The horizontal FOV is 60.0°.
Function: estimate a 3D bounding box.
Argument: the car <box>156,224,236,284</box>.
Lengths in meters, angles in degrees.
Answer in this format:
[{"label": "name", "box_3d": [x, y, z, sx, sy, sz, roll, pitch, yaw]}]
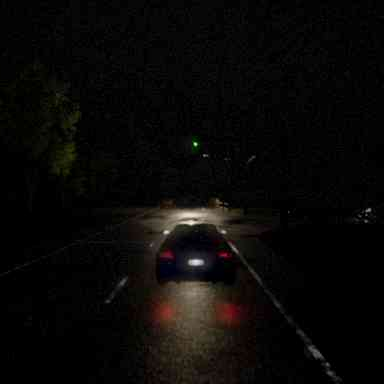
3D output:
[{"label": "car", "box_3d": [0.095, 1.612, 9.716, 1.994, 1.385, 4.181, 0, 0, 0]}]

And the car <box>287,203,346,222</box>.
[{"label": "car", "box_3d": [10.465, 1.721, 28.031, 4.902, 1.511, 2.128, 1, -2, -11]}]

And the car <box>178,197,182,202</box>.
[{"label": "car", "box_3d": [-3.576, 1.916, 85.343, 2.128, 1.511, 4.902, 0, 0, 0]}]

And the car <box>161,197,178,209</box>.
[{"label": "car", "box_3d": [-3.442, 1.734, 48.407, 1.837, 1.490, 4.892, 0, 0, 0]}]

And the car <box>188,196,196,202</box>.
[{"label": "car", "box_3d": [-0.081, 1.772, 91.218, 2.097, 1.767, 4.553, 0, 0, 0]}]

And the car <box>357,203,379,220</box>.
[{"label": "car", "box_3d": [18.512, 1.760, 32.141, 4.553, 1.767, 2.097, 1, -1, 0]}]
